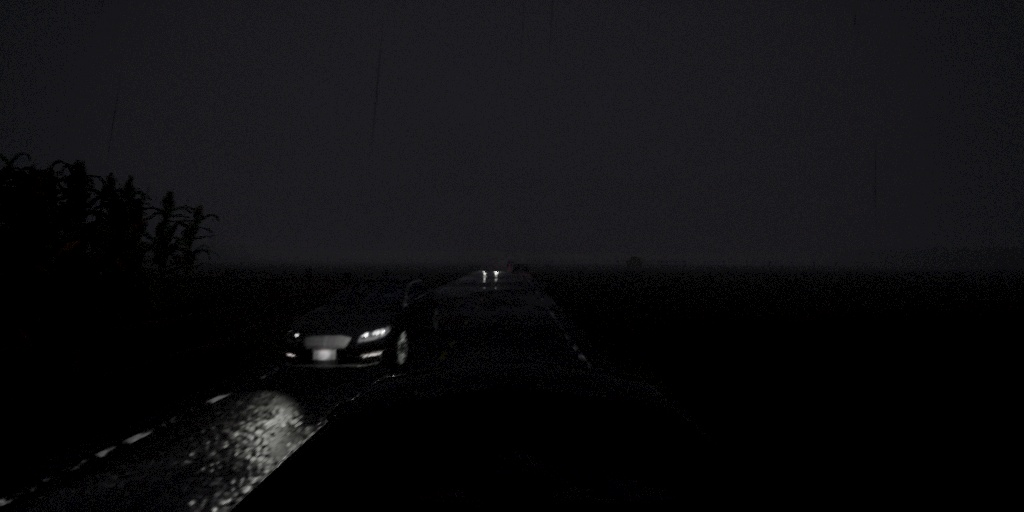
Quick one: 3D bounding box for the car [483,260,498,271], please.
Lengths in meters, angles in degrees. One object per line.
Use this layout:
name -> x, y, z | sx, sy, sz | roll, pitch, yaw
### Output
car -> -2.812, 1.263, 48.109 | 1.812, 1.442, 4.674 | 0, 0, 0

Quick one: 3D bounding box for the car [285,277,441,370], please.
car -> -2.847, 1.241, 7.895 | 2.128, 1.511, 4.902 | 0, 0, 0

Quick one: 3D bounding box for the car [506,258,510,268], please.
car -> 0.021, 1.235, 60.291 | 1.837, 1.490, 4.892 | 0, 0, 0

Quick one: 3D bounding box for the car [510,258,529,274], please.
car -> 0.976, 1.218, 41.259 | 1.882, 1.535, 5.008 | 0, 0, 0
